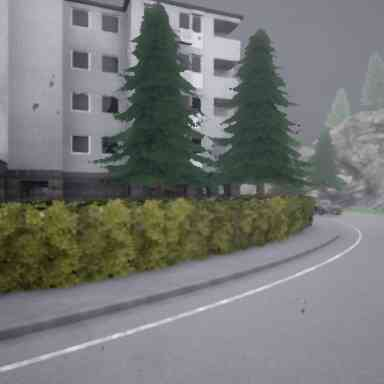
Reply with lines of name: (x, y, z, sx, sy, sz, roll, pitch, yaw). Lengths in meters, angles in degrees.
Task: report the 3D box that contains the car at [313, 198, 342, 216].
car: (12.913, 1.405, 33.137, 2.097, 1.767, 4.553, 0, 0, -8)
